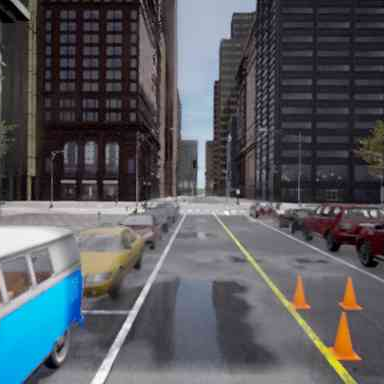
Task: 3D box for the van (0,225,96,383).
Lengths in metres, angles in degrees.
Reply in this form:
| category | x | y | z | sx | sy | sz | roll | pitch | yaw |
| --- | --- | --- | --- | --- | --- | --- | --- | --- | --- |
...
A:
| category | x | y | z | sx | sy | sz | roll | pitch | yaw |
| --- | --- | --- | --- | --- | --- | --- | --- | --- | --- |
| van | -2.383 | 1.323 | 3.113 | 1.690 | 1.788 | 3.998 | 0 | 0 | 1 |

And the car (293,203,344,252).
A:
| category | x | y | z | sx | sy | sz | roll | pitch | yaw |
| --- | --- | --- | --- | --- | --- | --- | --- | --- | --- |
| car | 6.304 | 1.389 | 14.264 | 2.192 | 1.841 | 5.009 | 0 | 0 | 1 |

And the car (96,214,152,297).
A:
| category | x | y | z | sx | sy | sz | roll | pitch | yaw |
| --- | --- | --- | --- | --- | --- | --- | --- | --- | --- |
| car | -2.304 | 1.514 | 8.579 | 1.752 | 1.417 | 4.829 | 0 | 0 | 1 |

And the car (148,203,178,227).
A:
| category | x | y | z | sx | sy | sz | roll | pitch | yaw |
| --- | --- | --- | --- | --- | --- | --- | --- | --- | --- |
| car | -2.139 | 1.572 | 20.021 | 1.947 | 1.339 | 4.313 | 0 | 0 | 1 |

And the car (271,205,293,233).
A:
| category | x | y | z | sx | sy | sz | roll | pitch | yaw |
| --- | --- | --- | --- | --- | --- | --- | --- | --- | --- |
| car | 6.385 | 1.649 | 19.900 | 1.947 | 1.339 | 4.313 | 0 | 0 | 1 |

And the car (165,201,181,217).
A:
| category | x | y | z | sx | sy | sz | roll | pitch | yaw |
| --- | --- | --- | --- | --- | --- | --- | --- | --- | --- |
| car | -2.057 | 1.582 | 25.657 | 1.947 | 1.339 | 4.313 | 0 | 0 | 1 |

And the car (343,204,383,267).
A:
| category | x | y | z | sx | sy | sz | roll | pitch | yaw |
| --- | --- | --- | --- | --- | --- | --- | --- | --- | --- |
| car | 6.223 | 1.381 | 8.628 | 2.192 | 1.841 | 5.009 | 0 | 0 | 1 |

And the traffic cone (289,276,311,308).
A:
| category | x | y | z | sx | sy | sz | roll | pitch | yaw |
| --- | --- | --- | --- | --- | --- | --- | --- | --- | --- |
| traffic cone | 2.155 | 1.982 | 6.669 | 0.340 | 0.580 | 0.340 | 1 | 0 | 1 |

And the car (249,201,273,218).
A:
| category | x | y | z | sx | sy | sz | roll | pitch | yaw |
| --- | --- | --- | --- | --- | --- | --- | --- | --- | --- |
| car | 6.549 | 1.543 | 31.171 | 1.967 | 1.590 | 4.097 | 0 | 0 | 1 |

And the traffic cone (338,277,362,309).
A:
| category | x | y | z | sx | sy | sz | roll | pitch | yaw |
| --- | --- | --- | --- | --- | --- | --- | --- | --- | --- |
| traffic cone | 3.155 | 1.992 | 6.655 | 0.340 | 0.580 | 0.340 | 1 | 0 | 1 |

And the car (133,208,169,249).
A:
| category | x | y | z | sx | sy | sz | roll | pitch | yaw |
| --- | --- | --- | --- | --- | --- | --- | --- | --- | --- |
| car | -2.220 | 1.579 | 14.385 | 1.802 | 1.307 | 4.206 | 0 | 0 | 1 |

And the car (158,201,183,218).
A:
| category | x | y | z | sx | sy | sz | roll | pitch | yaw |
| --- | --- | --- | --- | --- | --- | --- | --- | --- | --- |
| car | -1.975 | 1.577 | 31.293 | 2.008 | 1.369 | 4.403 | 0 | 0 | 1 |

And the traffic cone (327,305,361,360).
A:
| category | x | y | z | sx | sy | sz | roll | pitch | yaw |
| --- | --- | --- | --- | --- | --- | --- | --- | --- | --- |
| traffic cone | 2.126 | 1.980 | 4.670 | 0.340 | 0.580 | 0.340 | 1 | 0 | 1 |
